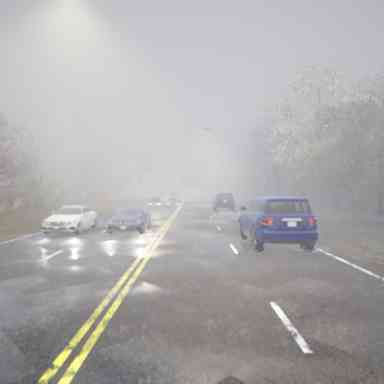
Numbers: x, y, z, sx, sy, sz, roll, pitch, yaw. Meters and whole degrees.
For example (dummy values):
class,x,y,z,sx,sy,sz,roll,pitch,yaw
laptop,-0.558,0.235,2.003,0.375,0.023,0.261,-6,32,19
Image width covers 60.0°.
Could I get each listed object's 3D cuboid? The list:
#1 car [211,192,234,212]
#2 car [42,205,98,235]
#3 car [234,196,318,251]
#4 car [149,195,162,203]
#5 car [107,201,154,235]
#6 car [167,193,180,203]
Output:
class,x,y,z,sx,sy,sz,roll,pitch,yaw
car,3.346,1.042,36.085,2.150,2.045,5.566,0,1,0
car,-6.601,1.459,18.513,1.812,1.442,4.674,0,0,0
car,3.346,1.174,13.864,2.150,2.045,5.566,0,0,0
car,-6.532,1.243,60.114,1.895,1.301,4.718,0,0,1
car,-3.351,1.459,18.513,1.812,1.442,4.674,0,0,0
car,-3.286,0.993,60.255,2.097,1.767,4.553,0,0,1
